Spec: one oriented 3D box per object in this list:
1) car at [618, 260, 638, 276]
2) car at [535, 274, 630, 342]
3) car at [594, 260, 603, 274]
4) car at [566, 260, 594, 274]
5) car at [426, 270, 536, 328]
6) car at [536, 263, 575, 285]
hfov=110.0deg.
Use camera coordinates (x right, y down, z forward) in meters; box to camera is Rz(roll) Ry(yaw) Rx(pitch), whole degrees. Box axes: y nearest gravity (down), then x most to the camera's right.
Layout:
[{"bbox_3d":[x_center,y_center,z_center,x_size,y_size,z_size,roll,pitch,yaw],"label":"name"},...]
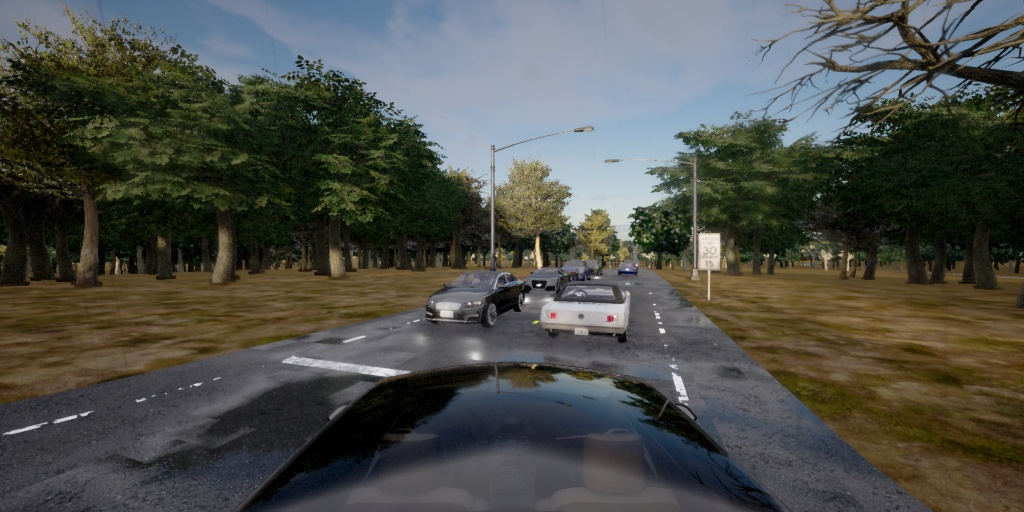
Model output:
[{"bbox_3d":[12.711,1.416,39.283,1.994,1.385,4.181,0,-1,20],"label":"car"},{"bbox_3d":[2.250,1.344,9.843,1.895,1.301,4.718,0,0,19],"label":"car"},{"bbox_3d":[8.290,1.165,37.636,2.097,1.767,4.553,0,-1,20],"label":"car"},{"bbox_3d":[4.969,1.094,28.330,2.097,1.767,4.553,0,0,20],"label":"car"},{"bbox_3d":[-0.950,1.233,11.623,2.128,1.511,4.902,0,0,18],"label":"car"},{"bbox_3d":[2.033,1.296,20.029,1.994,1.385,4.181,0,0,20],"label":"car"}]
